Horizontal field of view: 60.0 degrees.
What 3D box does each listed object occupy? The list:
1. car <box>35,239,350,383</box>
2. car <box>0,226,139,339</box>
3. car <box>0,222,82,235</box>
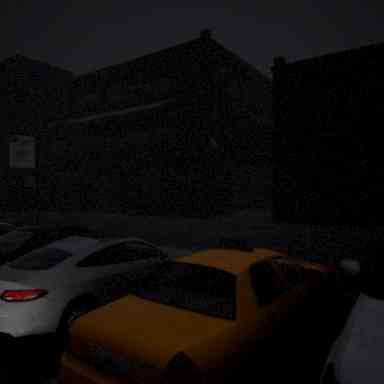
[{"bbox_3d":[0.764,1.476,5.039,1.946,1.575,5.366,0,0,35],"label":"car"},{"bbox_3d":[-1.603,1.523,6.497,2.002,1.452,4.674,0,0,36],"label":"car"},{"bbox_3d":[-3.763,1.534,8.045,2.002,1.452,4.674,-1,0,36],"label":"car"}]
